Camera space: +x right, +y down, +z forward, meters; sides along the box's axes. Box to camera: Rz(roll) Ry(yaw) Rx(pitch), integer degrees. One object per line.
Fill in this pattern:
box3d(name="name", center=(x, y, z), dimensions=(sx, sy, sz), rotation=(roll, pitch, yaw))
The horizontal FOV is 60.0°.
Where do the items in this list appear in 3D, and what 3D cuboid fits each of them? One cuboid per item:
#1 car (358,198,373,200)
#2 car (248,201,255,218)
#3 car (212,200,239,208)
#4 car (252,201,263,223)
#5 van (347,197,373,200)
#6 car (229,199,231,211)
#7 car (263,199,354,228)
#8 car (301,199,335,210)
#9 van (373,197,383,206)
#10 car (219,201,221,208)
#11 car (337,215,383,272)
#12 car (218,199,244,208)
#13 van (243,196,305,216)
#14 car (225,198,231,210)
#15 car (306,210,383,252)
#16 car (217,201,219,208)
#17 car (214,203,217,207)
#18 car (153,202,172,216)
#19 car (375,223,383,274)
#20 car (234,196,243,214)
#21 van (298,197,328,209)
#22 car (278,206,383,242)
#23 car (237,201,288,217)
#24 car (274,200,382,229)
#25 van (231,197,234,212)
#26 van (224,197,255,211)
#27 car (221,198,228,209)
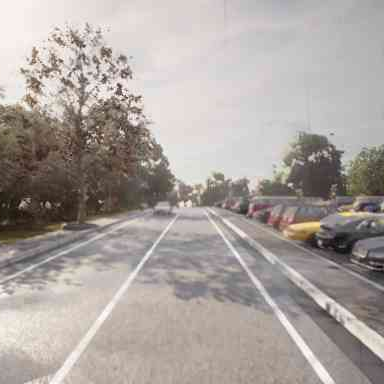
box3d(name="car", center=(20.190, 1.684, 34.015), dimensions=(5.008, 1.535, 2.097), rotation=(0, -1, 0))
box3d(name="car", center=(7.084, 1.662, 25.901), dimensions=(4.674, 1.452, 2.002), rotation=(0, 0, 0))
box3d(name="car", center=(7.027, 2.499, 70.276), dimensions=(5.366, 1.575, 1.946), rotation=(0, -2, 0))
box3d(name="car", center=(7.067, 1.608, 23.125), dimensions=(5.008, 1.535, 2.097), rotation=(0, 0, 0))
box3d(name="van", center=(20.076, 1.517, 36.790), dimensions=(4.442, 1.987, 1.878), rotation=(0, -1, 0))
box3d(name="car", center=(7.125, 1.850, 39.760), dimensions=(4.674, 1.452, 2.002), rotation=(0, -1, 0))
box3d(name="car", center=(7.033, 1.469, 20.349), dimensions=(4.553, 1.767, 2.185), rotation=(0, 0, 0))
box3d(name="car", center=(20.211, 1.967, 53.405), dimensions=(4.553, 1.767, 2.185), rotation=(0, -1, 0))
box3d(name="van", center=(20.061, 1.418, 31.399), dimensions=(4.442, 1.987, 1.878), rotation=(0, -1, 0))
box3d(name="car", center=(7.166, 2.142, 53.638), dimensions=(4.674, 1.452, 2.002), rotation=(0, -1, 0))
box3d(name="car", center=(7.038, 1.540, 9.244), dimensions=(4.892, 1.521, 2.231), rotation=(0, 0, 0))
box3d(name="car", center=(7.219, 2.154, 61.963), dimensions=(4.553, 1.767, 2.185), rotation=(0, -1, 0))
box3d(name="van", center=(6.973, 1.410, 28.679), dimensions=(4.442, 1.987, 1.878), rotation=(0, 0, 0))
box3d(name="car", center=(7.100, 1.898, 42.537), dimensions=(4.792, 1.488, 2.163), rotation=(0, -1, 0))
box3d(name="car", center=(7.034, 1.554, 12.020), dimensions=(4.892, 1.521, 2.231), rotation=(0, 0, 0))
box3d(name="car", center=(7.201, 2.190, 56.413), dimensions=(4.792, 1.488, 2.163), rotation=(0, -1, 0))
box3d(name="car", center=(7.151, 1.968, 59.195), dimensions=(5.566, 2.045, 2.435), rotation=(0, -1, 0))
box3d(name="car", center=(-3.202, 1.832, 36.982), dimensions=(1.812, 1.442, 4.674), rotation=(0, -1, 0))
box3d(name="car", center=(6.838, 1.522, 6.469), dimensions=(5.366, 1.575, 1.946), rotation=(0, 0, 0))
box3d(name="car", center=(7.126, 1.398, 31.455), dimensions=(5.566, 2.045, 2.435), rotation=(0, 0, 0))
box3d(name="van", center=(20.367, 1.925, 56.175), dimensions=(4.442, 1.987, 1.878), rotation=(0, -1, 0))
box3d(name="car", center=(6.863, 1.564, 14.797), dimensions=(5.366, 1.575, 1.946), rotation=(0, 0, 0))
box3d(name="car", center=(7.135, 1.722, 34.203), dimensions=(4.792, 1.488, 2.163), rotation=(0, -1, 0))
box3d(name="car", center=(7.025, 1.455, 17.573), dimensions=(4.553, 1.767, 2.185), rotation=(0, 0, 0))
box3d(name="van", center=(6.997, 1.526, 36.990), dimensions=(4.442, 1.987, 1.878), rotation=(0, -1, 0))
box3d(name="van", center=(7.272, 1.818, 50.867), dimensions=(4.442, 1.987, 1.878), rotation=(0, -1, 0))
box3d(name="car", center=(7.152, 1.985, 48.087), dimensions=(5.008, 1.535, 2.097), rotation=(0, -1, 0))
